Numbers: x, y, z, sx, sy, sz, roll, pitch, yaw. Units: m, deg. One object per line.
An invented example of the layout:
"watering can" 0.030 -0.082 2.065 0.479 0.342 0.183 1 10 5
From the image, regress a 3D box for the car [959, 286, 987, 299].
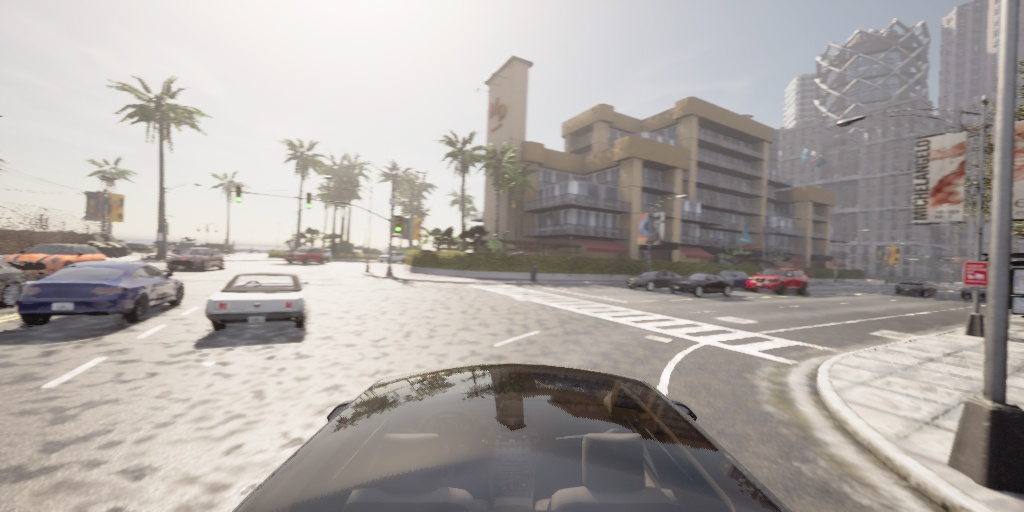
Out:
"car" 41.571 3.097 31.744 4.902 1.511 2.128 2 0 -29

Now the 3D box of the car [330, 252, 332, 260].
"car" -28.664 -0.118 52.007 2.150 2.045 5.566 2 0 11

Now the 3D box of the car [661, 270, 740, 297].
"car" 12.615 1.825 23.867 5.008 1.535 1.882 3 0 -29

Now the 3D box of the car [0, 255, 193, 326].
"car" -10.484 0.848 9.523 1.812 1.442 4.674 3 0 -29

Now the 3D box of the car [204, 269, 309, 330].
"car" -6.724 1.085 9.945 1.895 1.301 4.718 3 0 -28

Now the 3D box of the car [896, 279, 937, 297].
"car" 38.266 2.962 33.927 4.902 1.511 2.128 2 0 -29

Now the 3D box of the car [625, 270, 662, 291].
"car" 10.645 1.775 26.776 4.892 1.490 1.837 3 0 -29

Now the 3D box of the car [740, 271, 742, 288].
"car" 18.690 1.978 31.221 4.553 1.767 2.097 3 0 -29

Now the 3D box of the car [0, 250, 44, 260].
"car" -13.995 0.674 8.305 1.837 1.490 4.892 3 0 -28

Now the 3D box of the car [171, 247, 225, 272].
"car" -23.115 0.179 26.393 2.097 1.767 4.553 3 0 -20

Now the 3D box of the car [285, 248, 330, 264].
"car" -26.019 -0.022 45.353 2.150 2.045 5.566 2 -1 5

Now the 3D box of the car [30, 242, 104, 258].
"car" -23.177 0.155 18.334 2.097 1.767 4.553 3 0 -26

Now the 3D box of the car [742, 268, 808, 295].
"car" 21.320 1.953 28.677 5.566 2.045 2.150 3 0 -28
